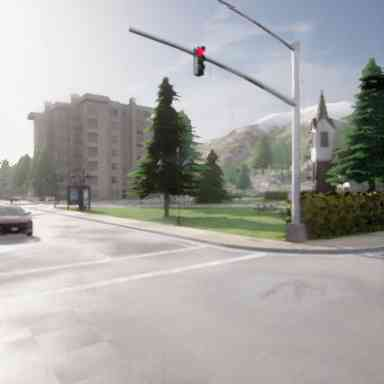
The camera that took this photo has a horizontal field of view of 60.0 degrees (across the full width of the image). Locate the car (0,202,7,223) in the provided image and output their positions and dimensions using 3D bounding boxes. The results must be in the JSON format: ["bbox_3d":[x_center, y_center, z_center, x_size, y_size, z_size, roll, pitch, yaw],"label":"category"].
[{"bbox_3d":[-15.670,1.548,25.555,1.994,1.385,4.181,-1,0,-37],"label":"car"}]

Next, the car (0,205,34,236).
[{"bbox_3d":[-9.753,1.461,17.532,1.882,1.535,5.008,-1,0,-36],"label":"car"}]
